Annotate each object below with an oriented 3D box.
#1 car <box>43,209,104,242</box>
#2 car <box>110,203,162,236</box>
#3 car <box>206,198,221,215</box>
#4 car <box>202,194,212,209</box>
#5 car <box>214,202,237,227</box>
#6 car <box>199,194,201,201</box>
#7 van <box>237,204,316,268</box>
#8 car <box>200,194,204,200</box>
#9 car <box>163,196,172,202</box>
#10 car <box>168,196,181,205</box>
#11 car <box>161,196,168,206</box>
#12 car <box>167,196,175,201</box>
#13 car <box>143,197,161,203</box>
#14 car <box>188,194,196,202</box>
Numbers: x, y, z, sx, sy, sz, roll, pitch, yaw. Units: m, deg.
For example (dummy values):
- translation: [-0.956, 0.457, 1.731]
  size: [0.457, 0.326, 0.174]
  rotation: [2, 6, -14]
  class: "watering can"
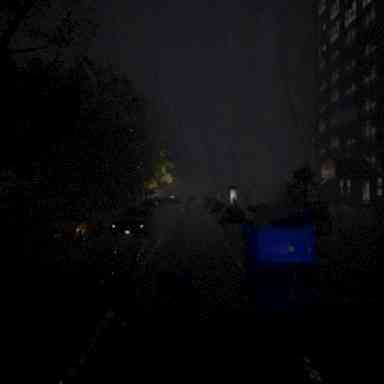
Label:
- translation: [-5.690, 1.530, 16.491]
  size: [1.752, 1.417, 4.829]
  rotation: [0, 0, 0]
  class: "car"
- translation: [-3.103, 1.554, 18.620]
  size: [2.033, 1.411, 5.357]
  rotation: [0, 0, 0]
  class: "car"
- translation: [2.690, 1.599, 33.557]
  size: [1.802, 1.307, 4.206]
  rotation: [0, 0, 0]
  class: "car"
- translation: [2.690, 1.466, 44.822]
  size: [1.967, 1.590, 4.097]
  rotation: [0, 0, 0]
  class: "car"
- translation: [2.690, 1.591, 22.292]
  size: [1.802, 1.307, 4.206]
  rotation: [0, 0, 0]
  class: "car"
- translation: [2.689, 1.416, 84.248]
  size: [2.192, 1.841, 5.009]
  rotation: [0, 0, 0]
  class: "car"
- translation: [2.690, 1.344, 11.029]
  size: [1.690, 1.788, 3.998]
  rotation: [0, 0, 0]
  class: "van"
- translation: [2.999, 1.533, 62.430]
  size: [1.882, 1.535, 5.008]
  rotation: [0, 0, 0]
  class: "car"
- translation: [-5.692, 1.671, 78.615]
  size: [1.802, 1.307, 4.206]
  rotation: [0, 0, 0]
  class: "car"
- translation: [-3.045, 1.649, 59.393]
  size: [1.895, 1.301, 4.718]
  rotation: [0, 0, 1]
  class: "car"
- translation: [-5.691, 1.482, 56.086]
  size: [1.967, 1.590, 4.097]
  rotation: [0, 0, 0]
  class: "car"
- translation: [-5.692, 1.663, 89.881]
  size: [2.008, 1.369, 4.403]
  rotation: [0, 0, 0]
  class: "car"
- translation: [-5.690, 1.591, 44.822]
  size: [1.947, 1.339, 4.313]
  rotation: [0, 0, 0]
  class: "car"
- translation: [-0.001, 1.414, 76.706]
  size: [1.882, 1.535, 5.008]
  rotation: [0, 0, 0]
  class: "car"
